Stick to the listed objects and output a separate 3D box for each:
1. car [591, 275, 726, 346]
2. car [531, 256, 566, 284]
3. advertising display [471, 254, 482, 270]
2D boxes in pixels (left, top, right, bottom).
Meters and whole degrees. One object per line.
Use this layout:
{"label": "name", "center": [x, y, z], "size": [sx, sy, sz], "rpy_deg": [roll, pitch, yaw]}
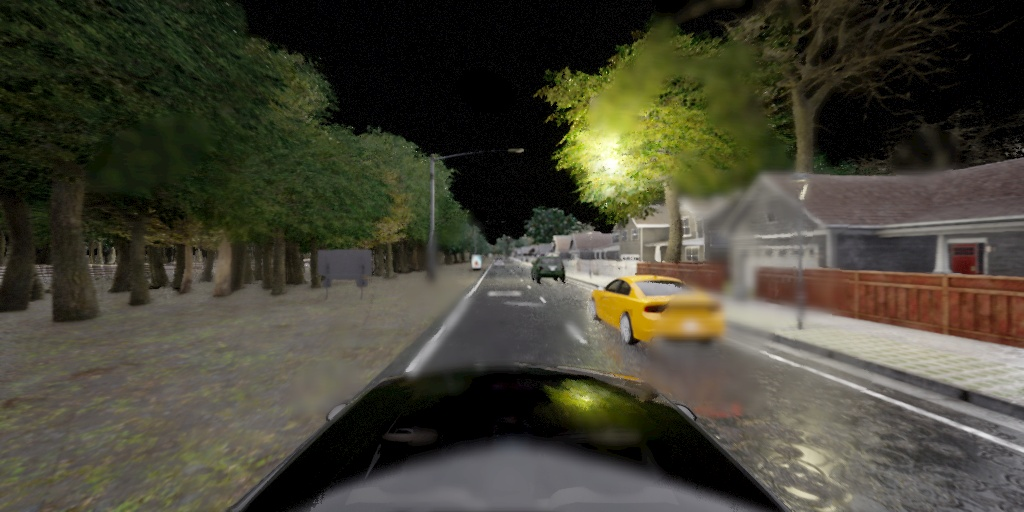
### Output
{"label": "car", "center": [3.466, 1.242, 9.527], "size": [1.882, 1.535, 5.008], "rpy_deg": [0, 0, -1]}
{"label": "car", "center": [2.801, 1.037, 28.268], "size": [2.150, 2.045, 5.566], "rpy_deg": [0, 0, -2]}
{"label": "advertising display", "center": [-5.443, 0.945, 55.380], "size": [1.540, 2.440, 0.280], "rpy_deg": [0, 0, -2]}
